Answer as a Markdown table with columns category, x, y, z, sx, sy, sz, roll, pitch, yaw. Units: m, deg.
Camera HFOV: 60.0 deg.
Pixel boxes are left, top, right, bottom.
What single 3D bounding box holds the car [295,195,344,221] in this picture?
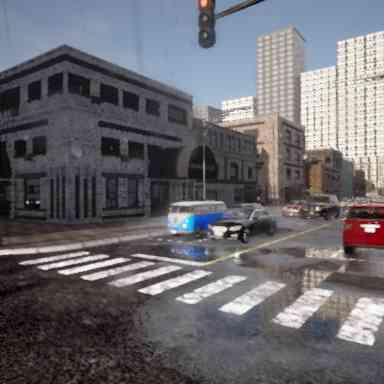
| category | x | y | z | sx | sy | sz | roll | pitch | yaw |
| --- | --- | --- | --- | --- | --- | --- | --- | --- | --- |
| car | 10.827 | 1.258 | 27.919 | 2.150 | 2.045 | 5.566 | 0 | 0 | 35 |

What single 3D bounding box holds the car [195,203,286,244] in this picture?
| category | x | y | z | sx | sy | sz | roll | pitch | yaw |
| --- | --- | --- | --- | --- | --- | --- | --- | --- | --- |
| car | 2.547 | 1.522 | 16.262 | 2.128 | 1.511 | 4.902 | 0 | 0 | 35 |

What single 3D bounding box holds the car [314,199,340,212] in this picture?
| category | x | y | z | sx | sy | sz | roll | pitch | yaw |
| --- | --- | --- | --- | --- | --- | --- | --- | --- | --- |
| car | 16.329 | 1.609 | 40.150 | 2.008 | 1.369 | 4.403 | -1 | 0 | 35 |

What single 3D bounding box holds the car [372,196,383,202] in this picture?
| category | x | y | z | sx | sy | sz | roll | pitch | yaw |
| --- | --- | --- | --- | --- | --- | --- | --- | --- | --- |
| car | 45.108 | 1.675 | 80.691 | 1.887 | 1.381 | 4.507 | -1 | 0 | 35 |

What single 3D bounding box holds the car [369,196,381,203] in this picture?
| category | x | y | z | sx | sy | sz | roll | pitch | yaw |
| --- | --- | --- | --- | --- | --- | --- | --- | --- | --- |
| car | 41.911 | 1.671 | 76.186 | 2.008 | 1.369 | 4.403 | -1 | 0 | 35 |

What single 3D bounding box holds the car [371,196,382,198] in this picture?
| category | x | y | z | sx | sy | sz | roll | pitch | yaw |
| --- | --- | --- | --- | --- | --- | --- | --- | --- | --- |
| car | 10.371 | 1.320 | 17.285 | 2.192 | 1.841 | 5.009 | -1 | 0 | 35 |

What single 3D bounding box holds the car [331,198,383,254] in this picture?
| category | x | y | z | sx | sy | sz | roll | pitch | yaw |
| --- | --- | --- | --- | --- | --- | --- | --- | --- | --- |
| car | 7.173 | 1.319 | 12.780 | 2.192 | 1.841 | 5.009 | -1 | 0 | 35 |

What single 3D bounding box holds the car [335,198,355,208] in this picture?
| category | x | y | z | sx | sy | sz | roll | pitch | yaw |
| --- | --- | --- | --- | --- | --- | --- | --- | --- | --- |
| car | 22.625 | 1.597 | 49.020 | 1.752 | 1.417 | 4.829 | -1 | 0 | 35 |

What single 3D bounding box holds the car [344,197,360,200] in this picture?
| category | x | y | z | sx | sy | sz | roll | pitch | yaw |
| --- | --- | --- | --- | --- | --- | --- | --- | --- | --- |
| car | 20.977 | 1.544 | 42.084 | 2.128 | 1.511 | 4.902 | 0 | 0 | 36 |

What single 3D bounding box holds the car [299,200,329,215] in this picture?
| category | x | y | z | sx | sy | sz | roll | pitch | yaw |
| --- | --- | --- | --- | --- | --- | --- | --- | --- | --- |
| car | 13.131 | 1.604 | 35.645 | 2.008 | 1.369 | 4.403 | -1 | 0 | 35 |

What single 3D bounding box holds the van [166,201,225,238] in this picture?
| category | x | y | z | sx | sy | sz | roll | pitch | yaw |
| --- | --- | --- | --- | --- | --- | --- | --- | --- | --- |
| van | 0.339 | 1.383 | 17.629 | 1.690 | 1.788 | 3.998 | -1 | 0 | 35 |

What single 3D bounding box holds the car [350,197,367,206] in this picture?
| category | x | y | z | sx | sy | sz | roll | pitch | yaw |
| --- | --- | --- | --- | --- | --- | --- | --- | --- | --- |
| car | 29.120 | 1.637 | 58.168 | 2.008 | 1.369 | 4.403 | -1 | 0 | 35 |

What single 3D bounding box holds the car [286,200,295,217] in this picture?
| category | x | y | z | sx | sy | sz | roll | pitch | yaw |
| --- | --- | --- | --- | --- | --- | --- | --- | --- | --- |
| car | 9.933 | 1.489 | 31.143 | 1.967 | 1.590 | 4.097 | -1 | 0 | 35 |
